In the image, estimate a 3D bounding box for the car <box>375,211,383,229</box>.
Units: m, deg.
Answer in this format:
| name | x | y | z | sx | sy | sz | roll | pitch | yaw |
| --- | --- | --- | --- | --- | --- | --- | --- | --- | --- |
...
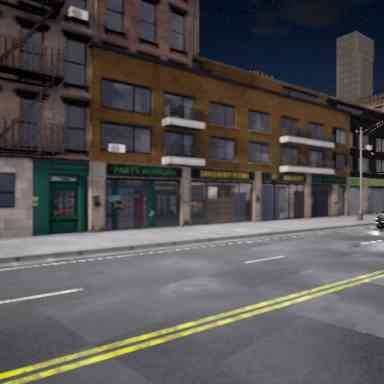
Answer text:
| name | x | y | z | sx | sy | sz | roll | pitch | yaw |
| --- | --- | --- | --- | --- | --- | --- | --- | --- | --- |
| car | 13.708 | 1.645 | 21.444 | 4.892 | 1.490 | 1.837 | 1 | 0 | -35 |
